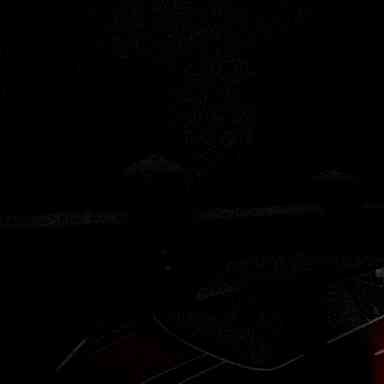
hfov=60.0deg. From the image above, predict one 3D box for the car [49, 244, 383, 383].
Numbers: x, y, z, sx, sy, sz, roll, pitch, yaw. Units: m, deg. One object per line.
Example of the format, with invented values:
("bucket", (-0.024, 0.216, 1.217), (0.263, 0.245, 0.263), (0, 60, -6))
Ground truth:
("car", (0.706, 1.441, 3.318), (4.097, 1.590, 1.967), (0, 0, -35))
